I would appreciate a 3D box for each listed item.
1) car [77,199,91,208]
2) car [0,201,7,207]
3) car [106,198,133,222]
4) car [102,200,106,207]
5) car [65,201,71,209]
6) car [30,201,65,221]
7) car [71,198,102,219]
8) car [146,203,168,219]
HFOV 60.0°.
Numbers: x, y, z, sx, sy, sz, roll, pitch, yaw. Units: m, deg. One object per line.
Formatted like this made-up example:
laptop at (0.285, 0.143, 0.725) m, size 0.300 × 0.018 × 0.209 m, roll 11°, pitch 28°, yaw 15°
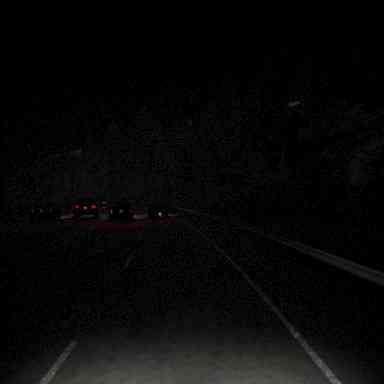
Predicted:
car at (-21.014, 2.271, 64.478) m, size 1.837 × 1.490 × 4.892 m, roll 0°, pitch -3°, yaw -26°
car at (-34.421, 2.337, 59.824) m, size 2.033 × 1.411 × 5.357 m, roll 0°, pitch -1°, yaw -25°
car at (-6.419, 1.699, 30.253) m, size 2.097 × 1.767 × 4.553 m, roll 0°, pitch 0°, yaw -11°
car at (-16.686, 2.226, 63.119) m, size 2.128 × 1.511 × 4.902 m, roll 0°, pitch -1°, yaw -24°
car at (-21.582, 2.224, 56.682) m, size 1.812 × 1.442 × 4.674 m, roll 0°, pitch -1°, yaw -22°
car at (-13.932, 1.754, 31.900) m, size 2.097 × 1.767 × 4.553 m, roll 0°, pitch -1°, yaw -12°
car at (-10.612, 1.623, 33.717) m, size 2.150 × 2.045 × 5.566 m, roll 0°, pitch -1°, yaw -14°
car at (-3.546, 1.871, 33.745) m, size 1.837 × 1.490 × 4.892 m, roll 0°, pitch -1°, yaw -12°
